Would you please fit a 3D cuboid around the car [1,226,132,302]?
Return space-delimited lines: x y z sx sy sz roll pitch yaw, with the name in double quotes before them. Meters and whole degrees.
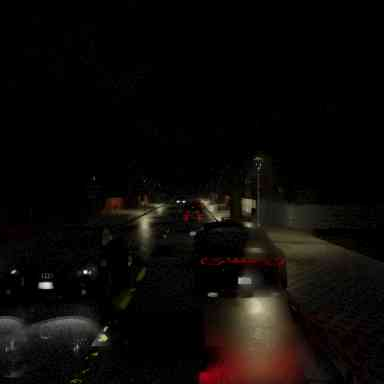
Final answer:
"car" -2.741 1.563 8.221 1.994 1.385 4.181 0 0 0

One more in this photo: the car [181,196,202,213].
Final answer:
"car" 0.116 1.460 37.033 1.882 1.535 5.008 0 0 1

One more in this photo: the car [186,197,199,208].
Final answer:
"car" 0.050 1.495 47.194 1.812 1.442 4.674 0 0 0

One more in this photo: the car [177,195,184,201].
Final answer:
"car" -2.664 1.508 83.548 1.895 1.301 4.718 0 0 0

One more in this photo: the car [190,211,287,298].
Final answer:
"car" 0.971 1.476 8.574 1.882 1.535 5.008 0 0 0
